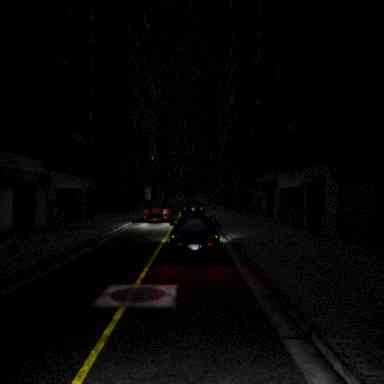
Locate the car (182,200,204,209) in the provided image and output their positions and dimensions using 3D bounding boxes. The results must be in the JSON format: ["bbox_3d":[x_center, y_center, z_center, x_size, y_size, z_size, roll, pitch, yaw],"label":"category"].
[{"bbox_3d":[0.097,1.593,32.157,2.097,1.767,4.553,0,0,0],"label":"car"}]

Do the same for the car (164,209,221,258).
[{"bbox_3d":[0.099,1.624,13.108,1.812,1.442,4.674,0,0,0],"label":"car"}]

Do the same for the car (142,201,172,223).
[{"bbox_3d":[-2.847,1.561,27.877,2.097,1.767,4.553,0,0,0],"label":"car"}]
